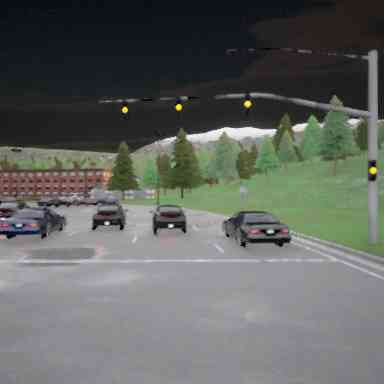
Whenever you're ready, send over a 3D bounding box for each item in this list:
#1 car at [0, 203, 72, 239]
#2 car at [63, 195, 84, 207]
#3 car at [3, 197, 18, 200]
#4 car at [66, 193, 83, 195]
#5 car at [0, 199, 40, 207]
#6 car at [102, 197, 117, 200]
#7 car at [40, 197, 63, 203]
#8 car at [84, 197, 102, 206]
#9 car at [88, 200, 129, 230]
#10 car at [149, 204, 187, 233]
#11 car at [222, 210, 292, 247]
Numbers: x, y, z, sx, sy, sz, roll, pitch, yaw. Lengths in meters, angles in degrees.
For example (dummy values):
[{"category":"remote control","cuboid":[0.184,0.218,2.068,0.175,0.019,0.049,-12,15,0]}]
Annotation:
[{"category":"car","cuboid":[-8.154,1.556,17.575,2.033,1.411,5.357,0,0,-7]},{"category":"car","cuboid":[-19.025,1.542,51.194,4.674,1.442,1.812,0,0,42]},{"category":"car","cuboid":[-26.570,1.538,48.539,4.892,1.490,1.837,1,0,38]},{"category":"car","cuboid":[-22.835,1.241,63.190,5.566,2.045,2.150,0,0,32]},{"category":"car","cuboid":[-12.796,1.520,24.097,1.837,1.490,4.892,0,0,-11]},{"category":"car","cuboid":[-14.630,1.554,56.686,5.357,1.411,2.033,0,0,43]},{"category":"car","cuboid":[-20.914,1.526,48.147,1.837,1.490,4.892,0,0,-44]},{"category":"car","cuboid":[-17.129,1.576,54.228,4.181,1.385,1.994,0,0,43]},{"category":"car","cuboid":[-5.198,1.507,21.264,1.837,1.490,4.892,0,0,-9]},{"category":"car","cuboid":[-1.431,1.500,19.732,1.837,1.490,4.892,0,0,-8]},{"category":"car","cuboid":[2.705,1.537,15.025,2.033,1.411,5.357,0,0,-6]}]
